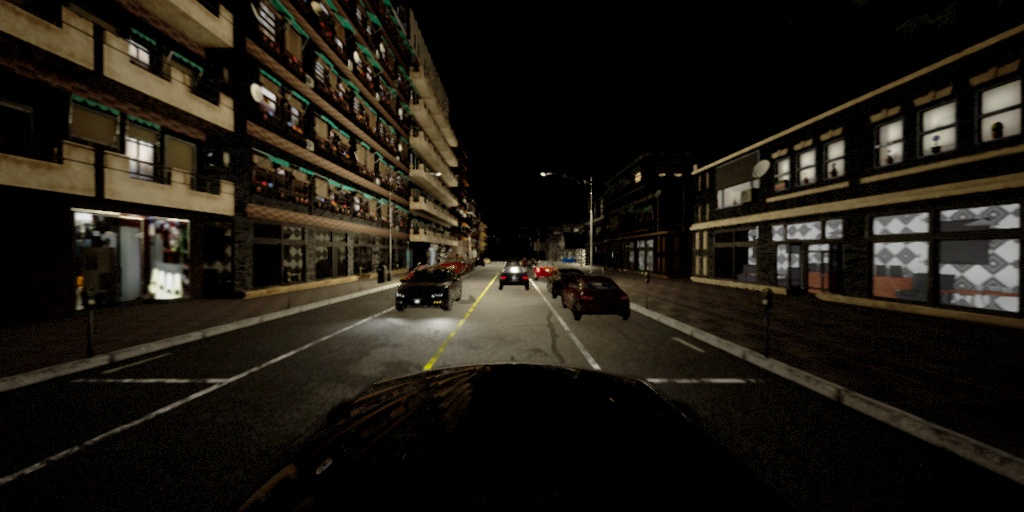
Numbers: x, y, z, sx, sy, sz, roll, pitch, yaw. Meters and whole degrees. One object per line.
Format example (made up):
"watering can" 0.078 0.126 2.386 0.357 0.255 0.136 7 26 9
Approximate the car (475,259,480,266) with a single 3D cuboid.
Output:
"car" -5.688 1.211 46.299 2.007 1.370 4.403 0 0 0

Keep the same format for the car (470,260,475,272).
"car" -5.688 1.109 40.602 1.967 1.591 4.097 0 0 0

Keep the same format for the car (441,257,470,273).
"car" -5.689 0.993 34.905 2.192 1.841 5.009 0 0 0

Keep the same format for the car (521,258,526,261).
"car" 0.096 1.220 38.791 2.033 1.411 5.357 0 0 0

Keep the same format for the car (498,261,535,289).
"car" 0.102 1.250 22.333 2.033 1.411 5.357 0 0 0

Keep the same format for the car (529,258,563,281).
"car" 2.691 1.129 29.204 1.967 1.591 4.097 0 0 0

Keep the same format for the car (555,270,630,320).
"car" 2.691 1.306 12.115 1.802 1.307 4.207 0 0 0

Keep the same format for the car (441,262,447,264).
"car" -5.690 1.282 23.511 1.802 1.307 4.207 0 0 0

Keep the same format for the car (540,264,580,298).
"car" 2.691 1.277 17.811 1.948 1.339 4.313 0 0 0

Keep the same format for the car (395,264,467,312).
"car" -3.100 1.224 14.139 1.837 1.490 4.892 0 0 0

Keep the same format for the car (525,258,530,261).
"car" 2.693 1.211 46.294 2.007 1.370 4.403 0 0 0

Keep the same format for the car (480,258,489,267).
"car" -5.687 1.207 63.388 1.948 1.339 4.313 0 0 0
